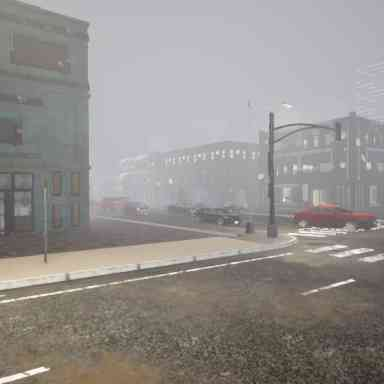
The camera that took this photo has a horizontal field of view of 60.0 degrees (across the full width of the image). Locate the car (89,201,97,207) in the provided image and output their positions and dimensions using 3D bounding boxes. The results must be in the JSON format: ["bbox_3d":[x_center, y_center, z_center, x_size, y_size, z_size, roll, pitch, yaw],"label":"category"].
[{"bbox_3d":[-18.296,2.268,64.050,1.895,1.301,4.718,-1,0,-36],"label":"car"}]

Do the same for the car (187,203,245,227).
[{"bbox_3d":[1.890,1.814,25.421,1.947,1.339,4.313,-2,0,-35],"label":"car"}]

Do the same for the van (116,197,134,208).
[{"bbox_3d":[-12.048,1.906,59.706,1.690,1.788,3.998,-1,0,-35],"label":"van"}]

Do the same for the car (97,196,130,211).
[{"bbox_3d":[-11.651,1.751,49.234,2.150,2.045,5.566,-1,0,-35],"label":"car"}]

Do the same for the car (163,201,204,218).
[{"bbox_3d":[-0.718,1.806,33.789,2.128,1.511,4.902,-1,0,-35],"label":"car"}]

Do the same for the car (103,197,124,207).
[{"bbox_3d":[-15.255,1.939,64.218,2.192,1.841,5.009,-1,0,-35],"label":"car"}]

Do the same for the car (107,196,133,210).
[{"bbox_3d":[-12.082,1.774,55.297,2.150,2.045,5.566,-1,0,-35],"label":"car"}]

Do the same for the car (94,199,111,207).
[{"bbox_3d":[-18.456,2.226,68.730,1.887,1.381,4.507,-1,0,-35],"label":"car"}]

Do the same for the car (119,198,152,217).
[{"bbox_3d":[-6.051,1.845,36.802,1.967,1.590,4.097,-1,0,-35],"label":"car"}]

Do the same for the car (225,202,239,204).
[{"bbox_3d":[3.987,1.809,37.146,2.008,1.369,4.403,-2,0,-35],"label":"car"}]

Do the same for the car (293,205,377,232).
[{"bbox_3d":[8.822,1.582,20.875,1.882,1.535,5.008,-1,-1,-39],"label":"car"}]

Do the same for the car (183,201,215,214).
[{"bbox_3d":[0.782,1.903,41.659,1.802,1.307,4.206,-2,0,-35],"label":"car"}]

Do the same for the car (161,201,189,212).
[{"bbox_3d":[-2.424,1.965,46.170,1.802,1.307,4.206,-2,0,-35],"label":"car"}]
